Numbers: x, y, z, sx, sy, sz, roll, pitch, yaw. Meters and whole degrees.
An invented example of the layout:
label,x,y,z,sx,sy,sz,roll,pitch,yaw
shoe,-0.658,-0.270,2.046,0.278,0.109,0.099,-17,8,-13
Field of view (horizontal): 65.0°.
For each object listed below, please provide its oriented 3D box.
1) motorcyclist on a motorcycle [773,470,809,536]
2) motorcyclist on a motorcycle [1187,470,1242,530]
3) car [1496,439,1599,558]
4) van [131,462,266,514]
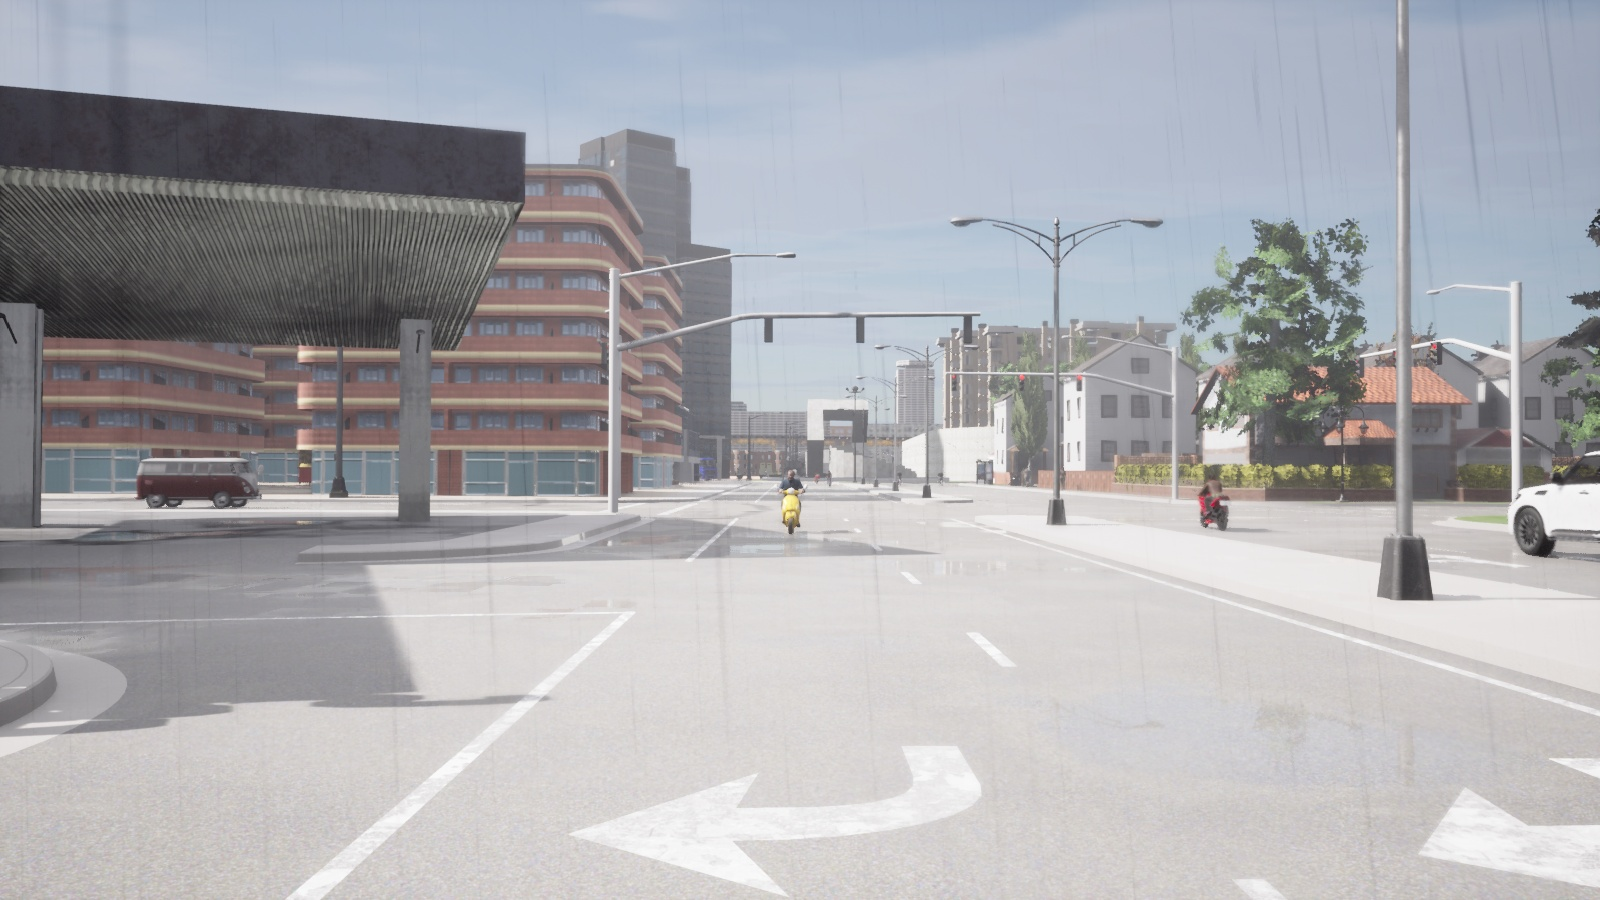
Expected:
label,x,y,z,sx,sy,sz,roll,pitch,yaw
motorcyclist on a motorcycle,-0.215,1.295,31.405,0.866,1.590,1.817,0,-1,0
motorcyclist on a motorcycle,11.266,1.328,34.201,0.797,1.523,2.044,0,1,0
car,14.882,0.844,22.070,2.150,2.045,5.566,0,-1,-1
van,-23.642,1.491,49.480,4.442,1.987,1.775,0,-1,-1
